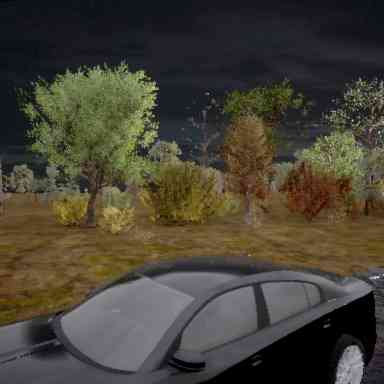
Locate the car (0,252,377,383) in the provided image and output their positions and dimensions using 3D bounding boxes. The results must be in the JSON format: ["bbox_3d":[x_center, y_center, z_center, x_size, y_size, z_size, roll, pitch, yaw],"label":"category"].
[{"bbox_3d":[-0.038,1.477,3.425,5.008,1.535,1.882,0,0,-36],"label":"car"}]
